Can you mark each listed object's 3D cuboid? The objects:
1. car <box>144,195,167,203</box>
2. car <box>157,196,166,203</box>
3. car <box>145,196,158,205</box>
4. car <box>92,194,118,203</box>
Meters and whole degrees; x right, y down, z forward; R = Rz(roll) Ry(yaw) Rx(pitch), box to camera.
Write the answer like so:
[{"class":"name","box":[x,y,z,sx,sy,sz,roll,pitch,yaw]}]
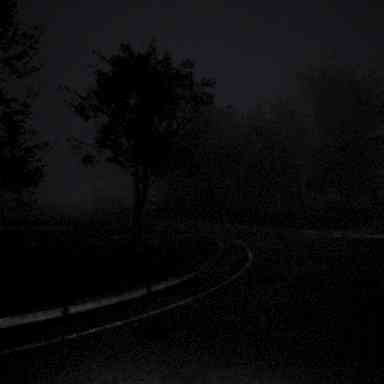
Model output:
[{"class":"car","box":[-9.567,1.939,87.377,5.566,2.045,2.435,1,-1,-17]},{"class":"car","box":[-7.893,2.014,81.844,4.553,1.767,2.185,1,0,-17]},{"class":"car","box":[-8.937,2.066,68.881,1.895,1.301,4.718,1,-1,-17]},{"class":"car","box":[-20.678,1.671,80.760,5.566,2.045,2.435,1,-1,-17]}]
